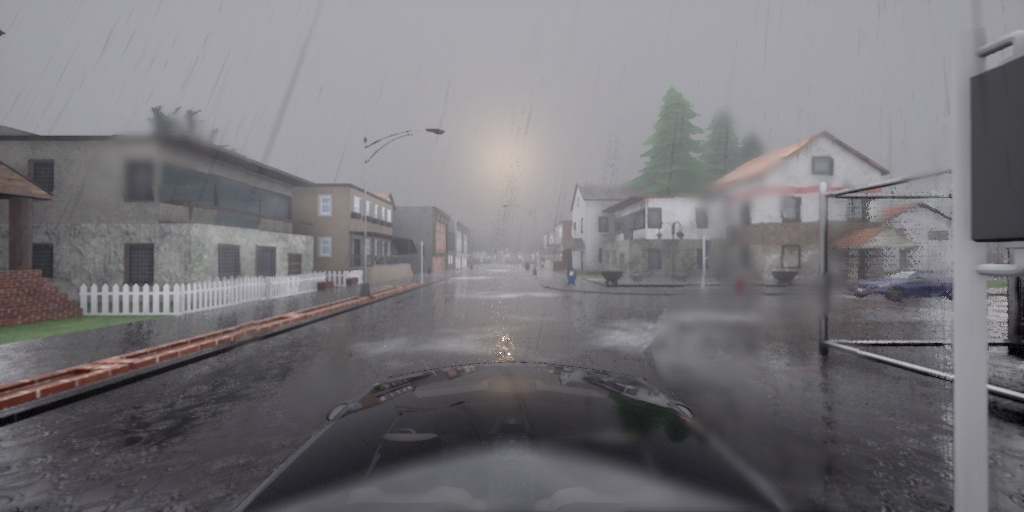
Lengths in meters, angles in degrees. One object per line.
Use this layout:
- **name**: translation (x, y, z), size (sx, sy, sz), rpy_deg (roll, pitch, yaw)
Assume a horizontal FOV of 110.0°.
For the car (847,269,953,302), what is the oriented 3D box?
- **car**: translation (18.761, 1.351, 17.032), size (4.674, 1.442, 1.812), rpy_deg (0, 0, -1)
